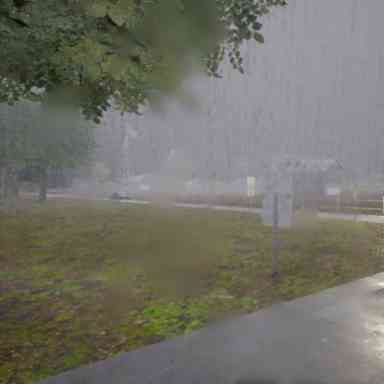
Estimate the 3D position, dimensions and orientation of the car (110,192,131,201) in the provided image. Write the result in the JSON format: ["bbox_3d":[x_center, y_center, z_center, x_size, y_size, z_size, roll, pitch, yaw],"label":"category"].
[{"bbox_3d":[-12.107,0.714,55.832,2.033,1.411,5.357,1,0,-36],"label":"car"}]
